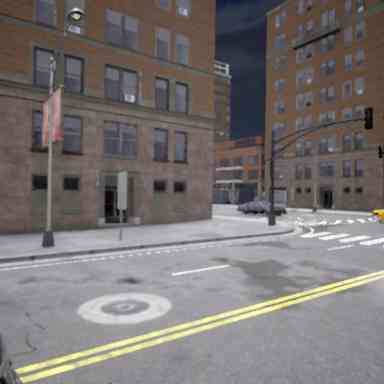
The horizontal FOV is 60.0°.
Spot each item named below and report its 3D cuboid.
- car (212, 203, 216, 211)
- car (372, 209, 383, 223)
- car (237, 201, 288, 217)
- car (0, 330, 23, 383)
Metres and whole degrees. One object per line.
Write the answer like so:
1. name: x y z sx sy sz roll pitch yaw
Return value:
1. car: 0.952 1.537 40.813 1.812 1.442 4.674 1 -1 -36
2. car: 15.353 1.615 24.128 1.882 1.535 5.008 2 -1 -10
3. car: 6.733 1.598 32.671 2.033 1.411 5.357 1 -1 -35
4. car: -3.535 1.205 0.936 5.566 2.045 2.150 1 0 -35
